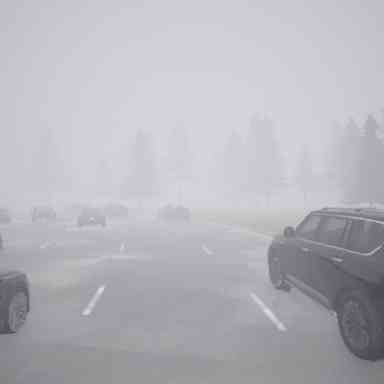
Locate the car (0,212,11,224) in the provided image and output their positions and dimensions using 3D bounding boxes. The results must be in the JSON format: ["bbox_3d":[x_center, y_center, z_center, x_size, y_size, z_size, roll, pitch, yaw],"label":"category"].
[{"bbox_3d":[-7.841,1.630,10.686,2.128,1.511,4.902,0,-1,-7],"label":"car"}]

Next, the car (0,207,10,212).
[{"bbox_3d":[-16.184,1.915,27.525,1.994,1.385,4.181,0,-1,-26],"label":"car"}]

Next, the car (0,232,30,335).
[{"bbox_3d":[-3.675,1.544,3.947,2.128,1.511,4.902,0,-1,-3],"label":"car"}]

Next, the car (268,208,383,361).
[{"bbox_3d":[3.183,1.294,6.242,2.150,2.045,5.566,0,0,-5],"label":"car"}]

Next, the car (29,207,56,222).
[{"bbox_3d":[-13.838,1.985,30.656,1.895,1.301,4.718,0,-1,-30],"label":"car"}]

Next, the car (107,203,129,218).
[{"bbox_3d":[-8.201,1.919,34.982,2.128,1.511,4.902,0,-1,-30],"label":"car"}]

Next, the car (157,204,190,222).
[{"bbox_3d":[-1.757,1.854,30.215,2.128,1.511,4.902,0,-1,-21],"label":"car"}]

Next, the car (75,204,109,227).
[{"bbox_3d":[-7.792,1.881,25.641,1.994,1.385,4.181,0,-1,-19],"label":"car"}]

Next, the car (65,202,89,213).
[{"bbox_3d":[-14.689,2.012,43.221,1.882,1.535,5.008,1,-1,-45],"label":"car"}]
